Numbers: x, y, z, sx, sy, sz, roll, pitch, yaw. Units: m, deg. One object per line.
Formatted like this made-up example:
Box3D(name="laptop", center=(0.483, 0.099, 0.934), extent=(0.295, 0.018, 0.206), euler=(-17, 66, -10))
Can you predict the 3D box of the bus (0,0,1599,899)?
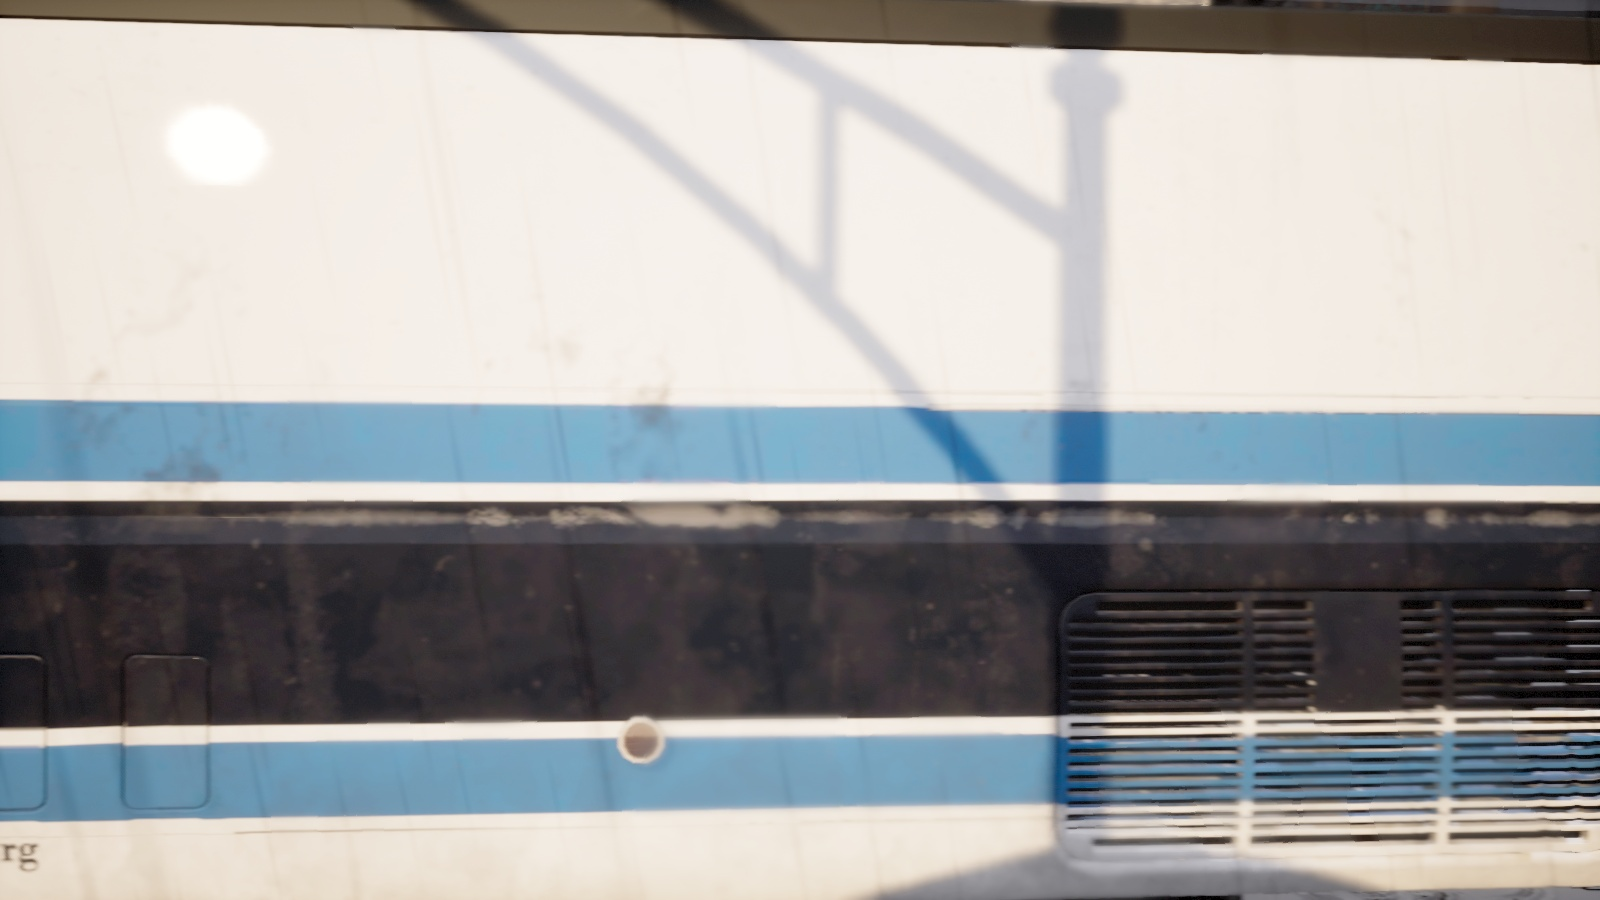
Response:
Box3D(name="bus", center=(0.177, -0.645, 4.045), extent=(10.273, 4.253, 3.944), euler=(0, -1, -5))
